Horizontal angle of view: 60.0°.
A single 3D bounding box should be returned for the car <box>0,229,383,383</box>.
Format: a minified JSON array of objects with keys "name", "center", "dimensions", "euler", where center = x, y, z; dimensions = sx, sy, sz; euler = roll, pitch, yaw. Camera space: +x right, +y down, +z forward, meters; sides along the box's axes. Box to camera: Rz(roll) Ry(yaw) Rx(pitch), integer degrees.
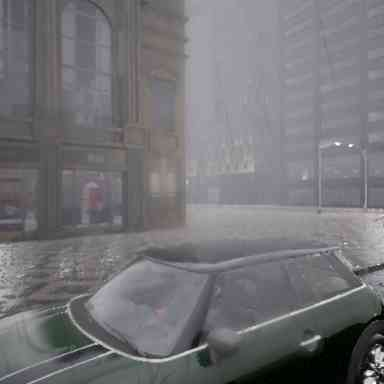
[{"name":"car","center":[0.015,1.349,3.374],"dimensions":[4.553,1.767,2.097],"euler":[0,0,-35]}]
